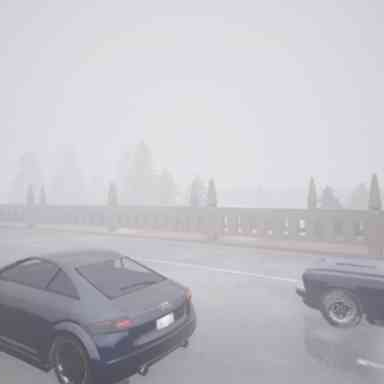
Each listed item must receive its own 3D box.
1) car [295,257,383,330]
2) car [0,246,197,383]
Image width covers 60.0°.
[{"bbox_3d":[4.189,1.597,5.284,4.718,1.301,1.895,0,0,35],"label":"car"},{"bbox_3d":[-2.010,1.582,5.234,4.181,1.385,1.994,0,0,33],"label":"car"}]
